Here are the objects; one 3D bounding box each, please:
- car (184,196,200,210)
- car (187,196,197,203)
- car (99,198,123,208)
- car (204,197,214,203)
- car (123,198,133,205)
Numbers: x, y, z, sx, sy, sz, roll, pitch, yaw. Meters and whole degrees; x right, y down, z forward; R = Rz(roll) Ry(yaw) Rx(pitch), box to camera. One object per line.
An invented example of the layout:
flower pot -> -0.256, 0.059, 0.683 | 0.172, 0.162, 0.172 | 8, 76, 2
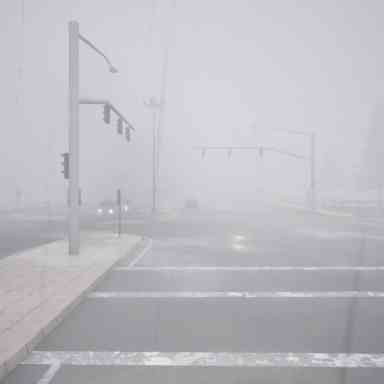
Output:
car -> -0.029, 1.526, 43.519 | 1.812, 1.442, 4.674 | 0, 0, 0
car -> -0.045, 1.564, 68.954 | 1.994, 1.385, 4.181 | 0, 0, 0
car -> -11.575, 1.601, 46.692 | 1.895, 1.301, 4.718 | 0, 0, 1
car -> 3.455, 1.601, 68.987 | 1.895, 1.301, 4.718 | 0, 0, 0
car -> -11.568, 1.601, 57.168 | 1.895, 1.301, 4.718 | 0, 0, 0
